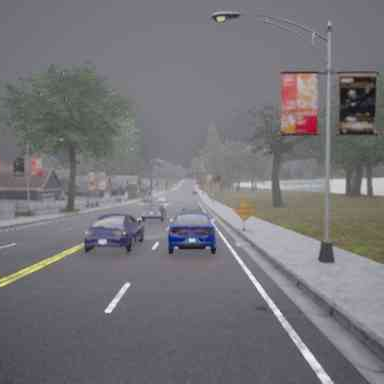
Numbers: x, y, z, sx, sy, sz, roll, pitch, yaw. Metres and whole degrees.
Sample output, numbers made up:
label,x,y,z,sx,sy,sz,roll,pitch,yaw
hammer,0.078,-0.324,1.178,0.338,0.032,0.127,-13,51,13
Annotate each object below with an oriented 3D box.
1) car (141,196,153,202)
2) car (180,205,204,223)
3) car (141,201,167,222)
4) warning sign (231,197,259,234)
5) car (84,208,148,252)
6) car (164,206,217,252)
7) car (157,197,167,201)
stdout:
label,x,y,z,sx,sy,sz,roll,pitch,yaw
car,-9.710,1.577,71.827,2.097,1.767,4.553,0,1,0
car,0.018,1.838,29.110,1.895,1.301,4.718,0,0,0
car,-3.233,1.784,28.993,2.033,1.411,5.357,0,0,0
warning sign,2.898,1.274,18.328,1.300,1.860,1.060,2,2,0
car,-3.236,1.651,14.386,1.812,1.442,4.674,0,0,0
car,0.015,1.604,14.488,1.882,1.535,5.008,0,0,0
car,-6.460,1.746,71.797,1.812,1.442,4.674,0,1,0
